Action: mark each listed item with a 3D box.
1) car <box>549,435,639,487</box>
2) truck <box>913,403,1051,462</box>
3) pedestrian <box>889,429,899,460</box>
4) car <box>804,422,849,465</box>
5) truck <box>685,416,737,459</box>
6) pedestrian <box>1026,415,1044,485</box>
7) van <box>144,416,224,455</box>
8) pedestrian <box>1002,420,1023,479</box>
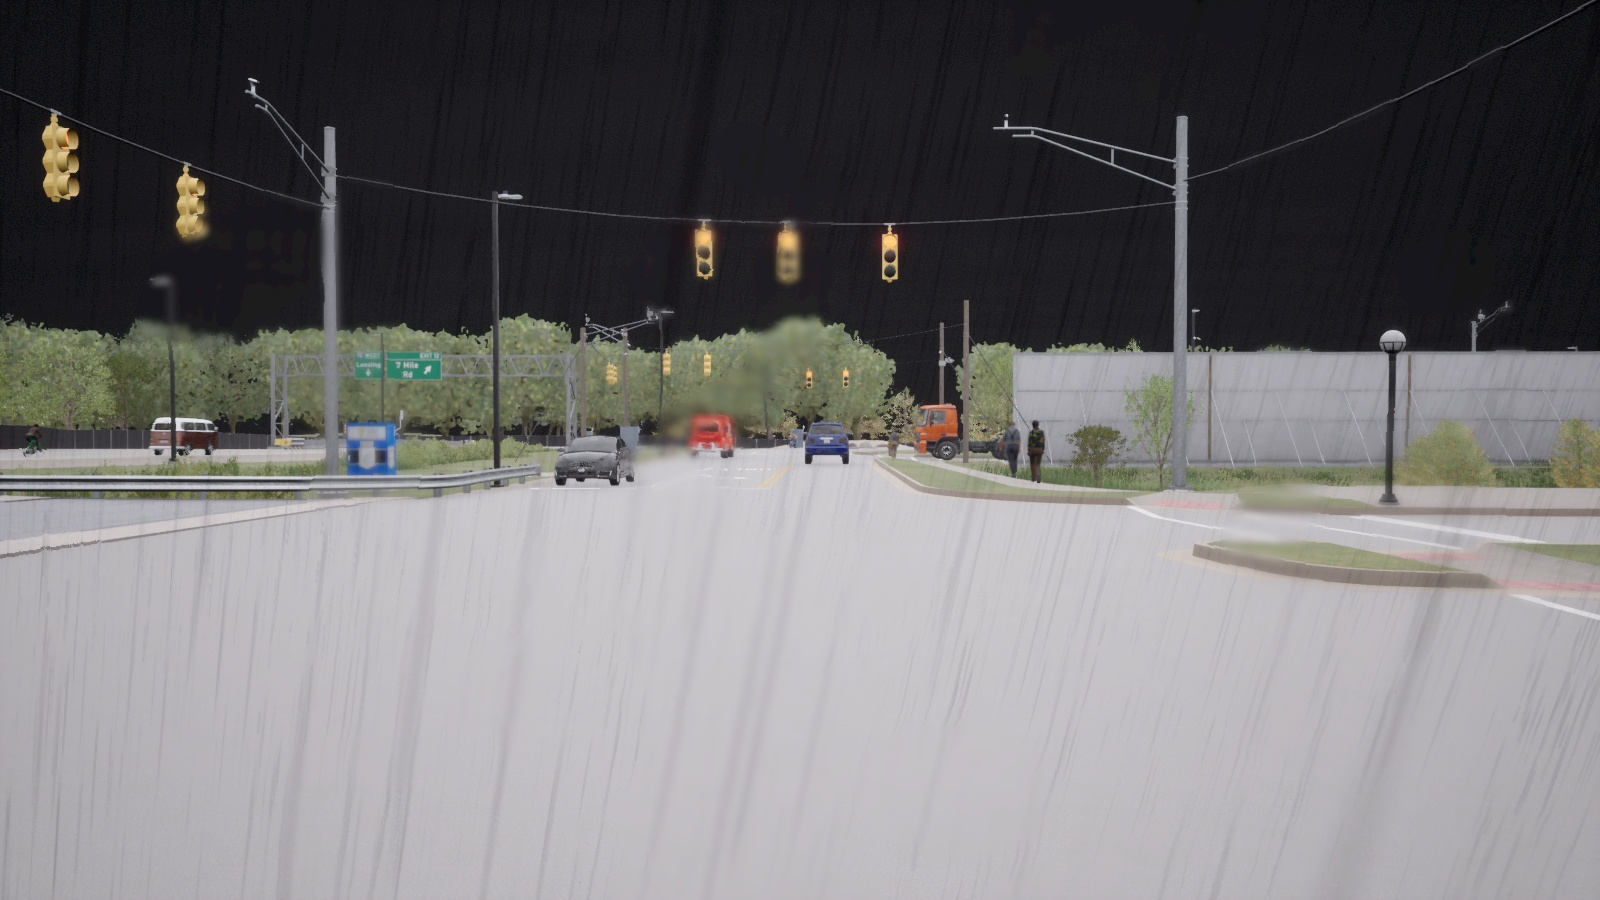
[{"bbox_3d":[-6.251,0.292,38.694,1.837,1.490,4.892,0,1,2],"label":"car"},{"bbox_3d":[11.122,-1.089,77.374,7.936,3.462,2.891,1,2,-4],"label":"truck"},{"bbox_3d":[5.612,-0.334,74.985,0.540,1.848,0.694,0,2,-4],"label":"pedestrian"},{"bbox_3d":[1.360,-0.350,62.966,2.150,2.045,5.566,0,1,2],"label":"car"},{"bbox_3d":[-5.303,-0.760,75.426,2.627,2.467,5.204,0,1,1],"label":"truck"},{"bbox_3d":[6.583,-0.004,35.215,0.395,1.930,0.692,0,2,1],"label":"pedestrian"},{"bbox_3d":[-33.261,-0.760,67.995,2.069,2.038,4.480,0,0,1],"label":"van"},{"bbox_3d":[6.742,-0.024,39.836,0.540,1.848,0.694,0,2,1],"label":"pedestrian"}]
